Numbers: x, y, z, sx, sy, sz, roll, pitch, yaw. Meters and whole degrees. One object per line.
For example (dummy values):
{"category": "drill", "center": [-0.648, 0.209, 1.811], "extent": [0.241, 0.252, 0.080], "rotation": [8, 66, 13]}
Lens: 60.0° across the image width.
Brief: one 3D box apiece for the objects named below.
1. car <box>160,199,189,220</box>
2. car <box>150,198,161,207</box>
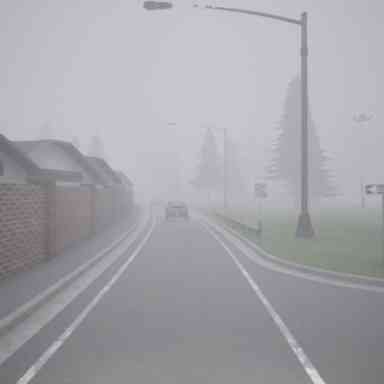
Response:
{"category": "car", "center": [-1.369, 1.507, 28.140], "extent": [2.128, 1.511, 4.902], "rotation": [0, 0, -6]}
{"category": "car", "center": [-5.566, 1.597, 53.613], "extent": [1.994, 1.385, 4.181], "rotation": [0, 0, -12]}
